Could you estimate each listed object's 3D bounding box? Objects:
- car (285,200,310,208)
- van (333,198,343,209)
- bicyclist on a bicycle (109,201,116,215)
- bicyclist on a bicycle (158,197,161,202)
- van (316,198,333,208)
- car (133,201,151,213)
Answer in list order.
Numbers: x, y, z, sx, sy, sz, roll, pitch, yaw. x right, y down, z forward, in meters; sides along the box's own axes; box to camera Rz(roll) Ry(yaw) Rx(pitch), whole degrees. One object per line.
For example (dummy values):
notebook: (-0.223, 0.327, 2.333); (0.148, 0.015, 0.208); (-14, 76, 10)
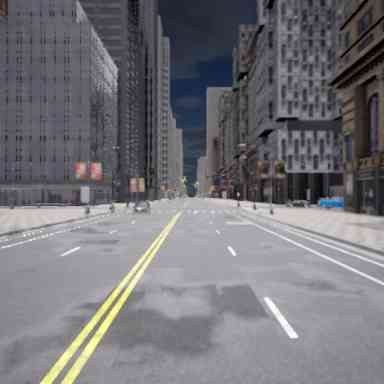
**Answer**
car: (19.122, 2.138, 60.306); (4.403, 1.369, 2.008); (0, -1, 0)
van: (24.706, 1.818, 51.760); (3.998, 1.788, 1.690); (0, -1, 0)
bicyclist on a bicycle: (-9.304, 1.846, 39.026); (0.866, 1.612, 1.509); (4, -1, -7)
bicyclist on a bicycle: (-8.747, 2.316, 88.939); (0.659, 1.776, 1.843); (0, -1, 0)
van: (24.741, 1.916, 60.284); (3.998, 1.788, 1.690); (0, -1, 0)
car: (-6.502, 1.983, 43.745); (2.128, 1.511, 4.902); (0, -1, 0)
